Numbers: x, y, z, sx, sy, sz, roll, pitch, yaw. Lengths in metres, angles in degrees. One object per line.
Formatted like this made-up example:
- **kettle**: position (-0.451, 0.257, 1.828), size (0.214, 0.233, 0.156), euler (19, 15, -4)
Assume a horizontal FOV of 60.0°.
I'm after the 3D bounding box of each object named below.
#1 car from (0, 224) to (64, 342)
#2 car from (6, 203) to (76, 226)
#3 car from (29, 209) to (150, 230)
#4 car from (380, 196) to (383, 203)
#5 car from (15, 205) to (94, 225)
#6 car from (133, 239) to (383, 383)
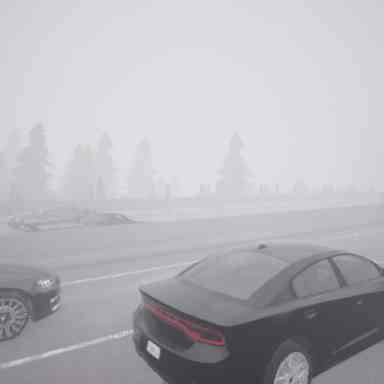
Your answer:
- **car**: position (-4.515, 1.487, 4.829), size (4.902, 1.511, 2.128), euler (0, 0, -35)
- **car**: position (-8.162, 1.451, 19.664), size (4.902, 1.511, 2.128), euler (-1, 1, -35)
- **car**: position (-4.017, 1.559, 14.022), size (4.718, 1.301, 1.895), euler (-1, 1, -35)
- **car**: position (27.329, 0.763, 44.932), size (4.902, 1.511, 2.128), euler (-1, 1, -35)
- **car**: position (-6.045, 1.559, 16.876), size (4.718, 1.301, 1.895), euler (-1, 1, -35)
- **car**: position (1.616, 1.446, 4.900), size (5.008, 1.535, 1.882), euler (-1, 1, -35)
